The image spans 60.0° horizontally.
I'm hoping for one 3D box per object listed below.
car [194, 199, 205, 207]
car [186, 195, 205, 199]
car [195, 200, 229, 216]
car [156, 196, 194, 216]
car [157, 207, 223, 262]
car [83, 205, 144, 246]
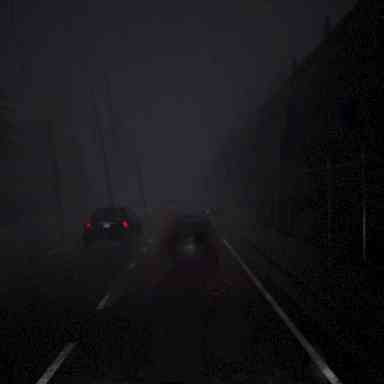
[{"bbox_3d":[-0.706,1.845,42.181,1.895,1.301,4.718,0,0,36],"label":"car"},{"bbox_3d":[-0.319,1.498,48.076,2.150,2.045,5.566,-1,-1,44],"label":"car"},{"bbox_3d":[2.199,1.750,32.666,1.994,1.385,4.181,0,0,21],"label":"car"},{"bbox_3d":[-1.717,1.539,32.009,2.097,1.767,4.553,0,0,17],"label":"car"},{"bbox_3d":[-0.073,1.550,12.461,1.882,1.535,5.008,0,0,-1],"label":"car"},{"bbox_3d":[-3.603,1.450,16.081,2.097,1.767,4.553,0,0,-1],"label":"car"}]
